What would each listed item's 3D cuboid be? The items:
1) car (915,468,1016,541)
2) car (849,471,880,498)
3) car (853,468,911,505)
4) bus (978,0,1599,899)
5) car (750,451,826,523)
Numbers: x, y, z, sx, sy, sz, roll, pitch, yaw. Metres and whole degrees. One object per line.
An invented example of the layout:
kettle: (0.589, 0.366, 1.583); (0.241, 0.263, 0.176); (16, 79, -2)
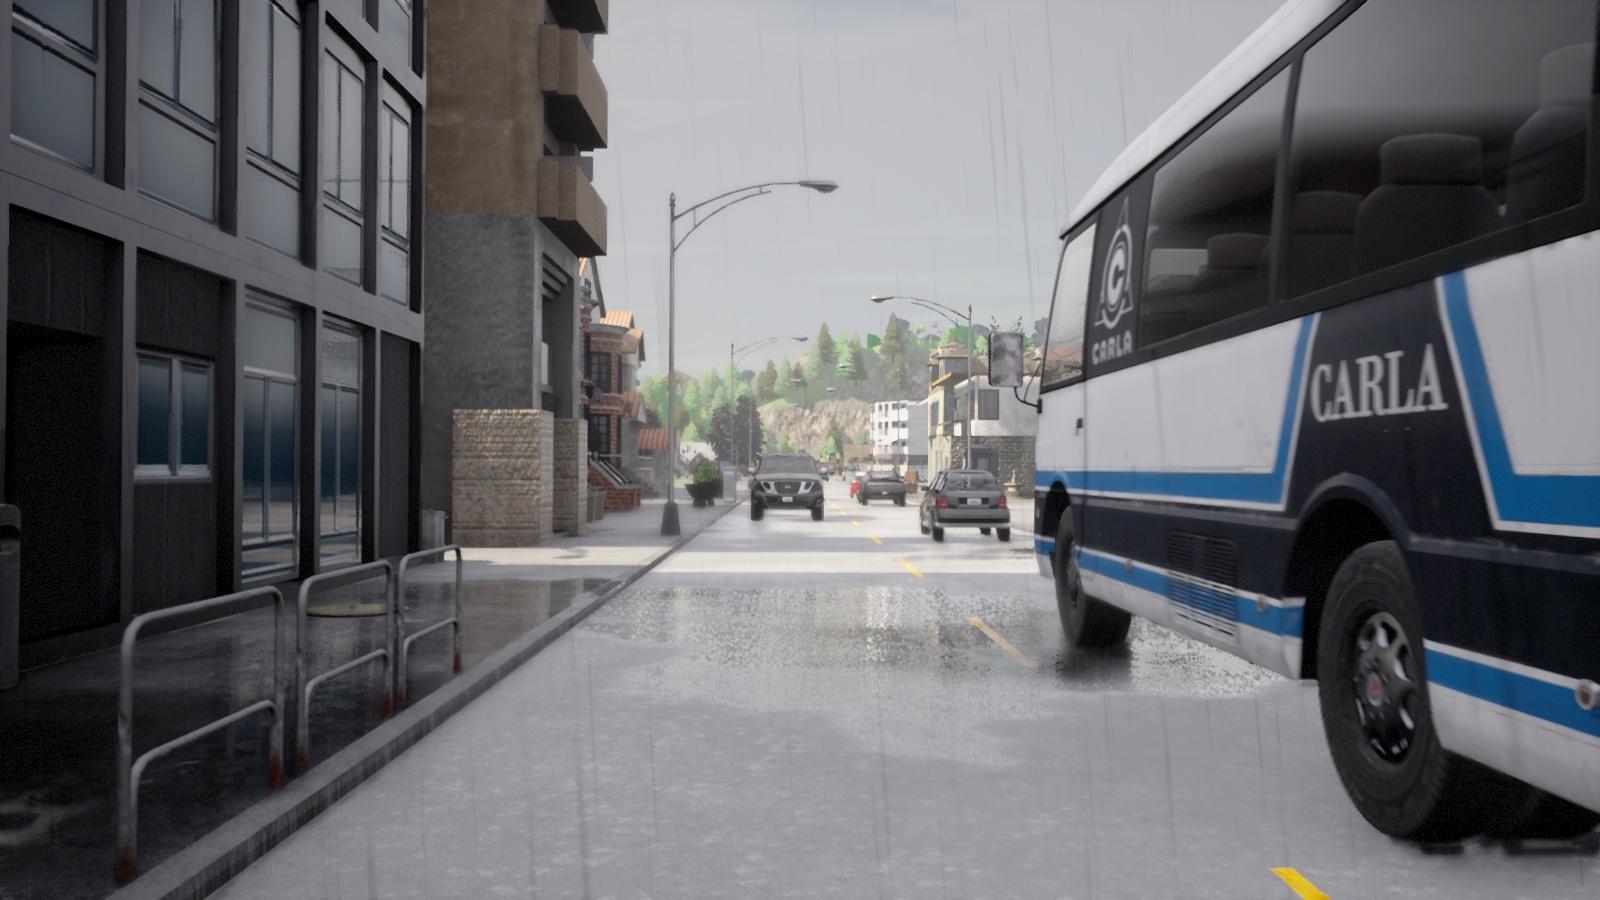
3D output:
car: (3.720, 1.197, 28.819); (1.789, 1.549, 3.705); (0, -1, -1)
car: (3.382, 1.820, 66.010); (1.481, 1.376, 2.207); (0, -1, -1)
car: (3.491, 1.546, 54.070); (2.128, 1.511, 4.902); (0, -1, -1)
bus: (3.902, -0.462, 8.095); (3.944, 4.253, 10.273); (0, -1, -1)
car: (-0.371, 1.099, 38.732); (2.150, 2.045, 5.566); (0, -1, -1)
